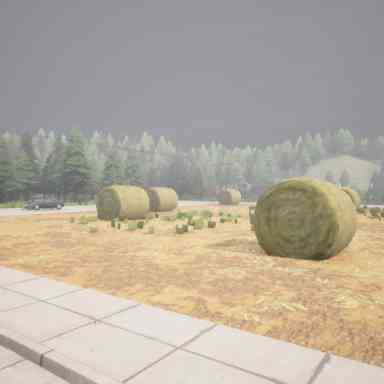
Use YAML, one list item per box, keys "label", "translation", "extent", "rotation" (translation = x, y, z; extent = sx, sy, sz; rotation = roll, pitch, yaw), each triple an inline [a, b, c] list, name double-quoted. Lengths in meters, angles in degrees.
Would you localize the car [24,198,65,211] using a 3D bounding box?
- label: "car"
  translation: [-18.323, 1.499, 41.437]
  extent: [2.128, 1.511, 4.902]
  rotation: [0, 0, 36]
